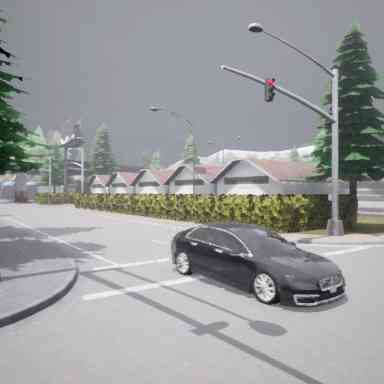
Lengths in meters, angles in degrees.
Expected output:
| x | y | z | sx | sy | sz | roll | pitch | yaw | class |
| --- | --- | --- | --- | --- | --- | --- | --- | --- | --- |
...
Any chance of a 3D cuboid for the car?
| x | y | z | sx | sy | sz | roll | pitch | yaw | class |
| --- | --- | --- | --- | --- | --- | --- | --- | --- | --- |
| 1.288 | 1.585 | 8.352 | 1.837 | 1.490 | 4.892 | 0 | 1 | -36 | car |
